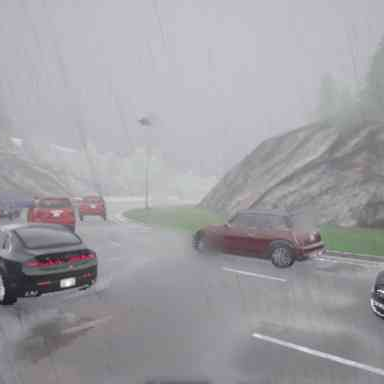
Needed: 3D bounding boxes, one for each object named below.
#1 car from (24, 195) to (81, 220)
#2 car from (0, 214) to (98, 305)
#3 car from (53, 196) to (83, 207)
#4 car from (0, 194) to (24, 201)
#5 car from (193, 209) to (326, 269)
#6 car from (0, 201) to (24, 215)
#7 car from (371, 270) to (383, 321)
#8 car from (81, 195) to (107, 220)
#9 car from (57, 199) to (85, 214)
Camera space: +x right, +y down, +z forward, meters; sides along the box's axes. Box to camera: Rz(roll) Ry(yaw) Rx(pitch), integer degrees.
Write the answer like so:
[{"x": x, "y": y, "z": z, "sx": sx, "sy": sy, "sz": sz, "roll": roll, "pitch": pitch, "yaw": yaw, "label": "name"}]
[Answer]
[{"x": -8.353, "y": 1.267, "z": 19.559, "sx": 2.150, "sy": 2.045, "sz": 5.566, "roll": 0, "pitch": 0, "yaw": -30, "label": "car"}, {"x": -4.129, "y": 1.521, "z": 8.243, "sx": 1.837, "sy": 1.490, "sz": 4.892, "roll": 0, "pitch": 0, "yaw": -45, "label": "car"}, {"x": -19.881, "y": 1.492, "z": 53.561, "sx": 2.097, "sy": 1.767, "sz": 4.553, "roll": 0, "pitch": 0, "yaw": 18, "label": "car"}, {"x": -21.165, "y": 1.283, "z": 40.468, "sx": 2.150, "sy": 2.045, "sz": 5.566, "roll": 0, "pitch": 0, "yaw": 0, "label": "car"}, {"x": 2.167, "y": 1.433, "z": 11.765, "sx": 4.553, "sy": 1.767, "sz": 2.097, "roll": 0, "pitch": 0, "yaw": 42, "label": "car"}, {"x": -15.405, "y": 1.636, "z": 27.345, "sx": 1.895, "sy": 1.301, "sz": 4.718, "roll": 0, "pitch": 0, "yaw": -17, "label": "car"}, {"x": 5.331, "y": 1.573, "z": 4.729, "sx": 4.892, "sy": 1.490, "sz": 1.837, "roll": 1, "pitch": 0, "yaw": 33, "label": "car"}, {"x": -8.689, "y": 1.314, "z": 29.042, "sx": 2.150, "sy": 2.045, "sz": 5.566, "roll": 0, "pitch": 0, "yaw": -18, "label": "car"}, {"x": -13.854, "y": 1.608, "z": 38.286, "sx": 1.837, "sy": 1.490, "sz": 4.892, "roll": 0, "pitch": 0, "yaw": -5, "label": "car"}]
